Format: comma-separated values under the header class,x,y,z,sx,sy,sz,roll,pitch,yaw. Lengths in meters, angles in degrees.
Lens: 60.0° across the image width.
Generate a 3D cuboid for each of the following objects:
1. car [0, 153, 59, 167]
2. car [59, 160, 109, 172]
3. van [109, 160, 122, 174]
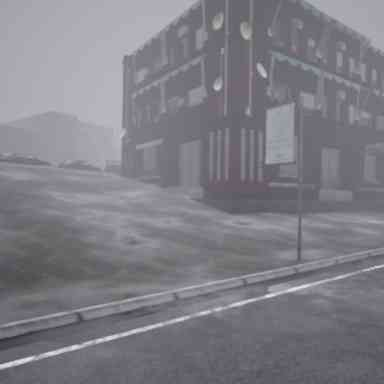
class,x,y,z,sx,sy,sz,roll,pitch,yaw
car,-14.810,-2.695,29.566,2.002,1.452,4.674,0,-2,41
car,-11.250,-2.483,33.809,2.002,1.452,4.674,0,-2,40
van,-7.665,-2.508,38.211,1.878,1.987,4.442,0,-2,39
